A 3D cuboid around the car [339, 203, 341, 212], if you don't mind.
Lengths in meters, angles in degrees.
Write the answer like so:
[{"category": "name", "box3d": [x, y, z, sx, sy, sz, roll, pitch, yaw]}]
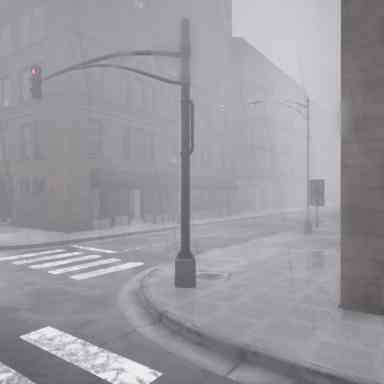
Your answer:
[{"category": "car", "box3d": [20.524, 1.760, 43.104, 1.882, 1.535, 5.008, 0, 0, 36]}]
